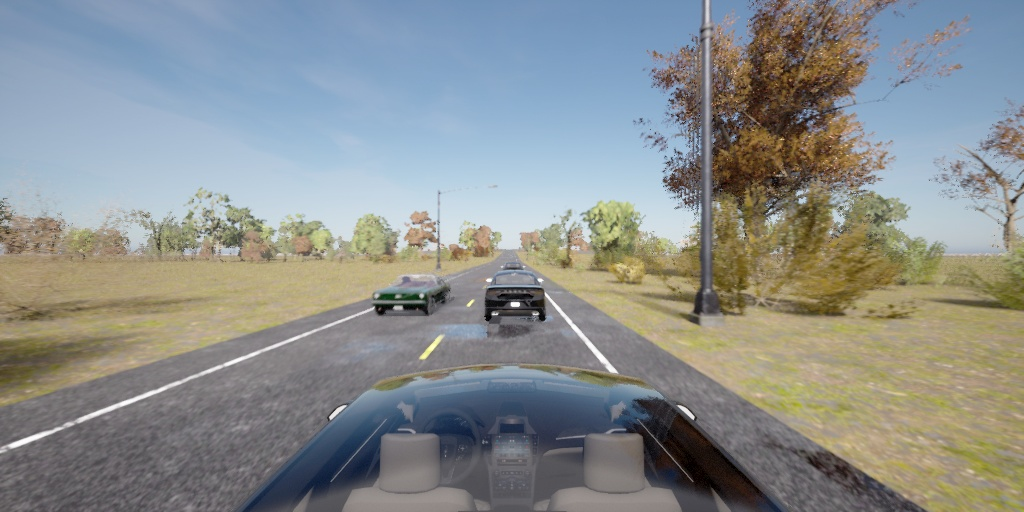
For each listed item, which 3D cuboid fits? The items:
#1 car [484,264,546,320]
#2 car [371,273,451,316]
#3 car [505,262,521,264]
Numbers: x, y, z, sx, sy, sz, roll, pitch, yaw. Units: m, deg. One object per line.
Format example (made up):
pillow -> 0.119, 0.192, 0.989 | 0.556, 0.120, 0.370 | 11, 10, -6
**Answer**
car -> 0.097, 1.228, 12.676 | 1.882, 1.535, 5.008 | 0, 0, 0
car -> -3.602, 1.350, 13.585 | 1.895, 1.301, 4.718 | 0, 0, 0
car -> 0.094, 1.251, 31.020 | 1.837, 1.490, 4.892 | 0, 0, 0
